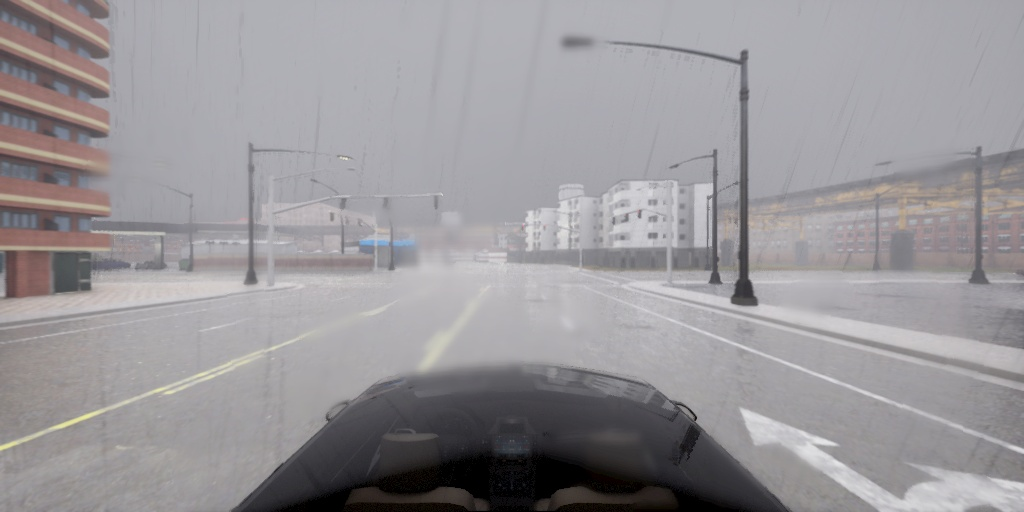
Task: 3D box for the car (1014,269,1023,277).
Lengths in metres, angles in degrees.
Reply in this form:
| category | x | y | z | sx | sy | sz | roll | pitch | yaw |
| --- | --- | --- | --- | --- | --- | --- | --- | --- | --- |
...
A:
| category | x | y | z | sx | sy | sz | roll | pitch | yaw |
| --- | --- | --- | --- | --- | --- | --- | --- | --- | --- |
| car | 53.382 | 1.553 | 35.125 | 4.718 | 1.301 | 1.895 | 0 | 0 | 39 |
